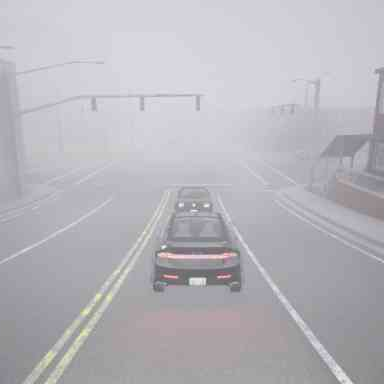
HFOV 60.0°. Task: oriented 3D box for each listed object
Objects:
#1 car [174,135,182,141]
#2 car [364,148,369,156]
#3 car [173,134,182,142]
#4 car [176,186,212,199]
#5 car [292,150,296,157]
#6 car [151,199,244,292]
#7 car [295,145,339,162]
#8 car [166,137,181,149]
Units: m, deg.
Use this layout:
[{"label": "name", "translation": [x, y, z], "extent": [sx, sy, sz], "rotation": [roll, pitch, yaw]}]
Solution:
[{"label": "car", "translation": [-3.448, -10.588, 69.173], "extent": [1.994, 1.385, 4.181], "rotation": [0, 12, 0]}, {"label": "car", "translation": [26.329, -5.589, 44.840], "extent": [5.566, 2.045, 2.150], "rotation": [0, 12, 0]}, {"label": "car", "translation": [-3.440, -12.800, 79.004], "extent": [1.837, 1.490, 4.892], "rotation": [0, 12, 0]}, {"label": "car", "translation": [0.098, 0.336, 18.030], "extent": [1.895, 1.301, 4.718], "rotation": [0, 8, 0]}, {"label": "car", "translation": [16.002, -5.469, 44.909], "extent": [4.553, 1.767, 2.097], "rotation": [0, 12, 0]}, {"label": "car", "translation": [0.105, 1.225, 8.327], "extent": [2.128, 1.511, 4.902], "rotation": [0, 4, 0]}, {"label": "car", "translation": [15.833, -4.719, 41.491], "extent": [4.553, 1.767, 2.097], "rotation": [0, 12, 0]}, {"label": "car", "translation": [-3.525, -8.480, 59.349], "extent": [1.837, 1.490, 4.892], "rotation": [0, 12, 0]}]
